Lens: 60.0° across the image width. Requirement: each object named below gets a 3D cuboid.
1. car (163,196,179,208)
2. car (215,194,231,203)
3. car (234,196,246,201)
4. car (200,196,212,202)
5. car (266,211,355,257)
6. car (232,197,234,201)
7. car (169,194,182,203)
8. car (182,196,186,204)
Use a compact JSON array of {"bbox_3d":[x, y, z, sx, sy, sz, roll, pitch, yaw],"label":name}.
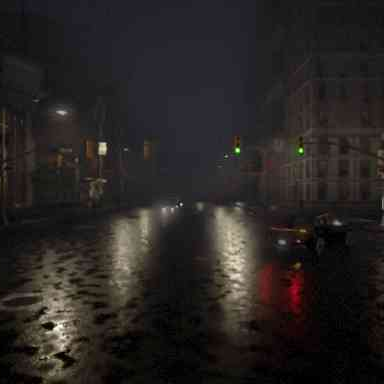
[{"bbox_3d":[-3.492,1.691,51.850,2.033,1.411,5.357,0,0,0],"label":"car"},{"bbox_3d":[7.193,1.575,79.702,2.097,1.767,4.553,0,0,25],"label":"car"},{"bbox_3d":[12.587,1.722,88.401,1.882,1.535,5.008,0,0,41],"label":"car"},{"bbox_3d":[3.290,1.744,79.498,1.812,1.442,4.674,0,0,22],"label":"car"},{"bbox_3d":[4.831,1.528,13.263,2.128,1.511,4.902,-1,-1,44],"label":"car"},{"bbox_3d":[8.246,1.458,88.489,2.150,2.045,5.566,0,0,38],"label":"car"},{"bbox_3d":[-3.490,1.393,61.990,2.150,2.045,5.566,0,0,0],"label":"car"},{"bbox_3d":[-2.558,1.677,72.138,1.882,1.535,5.008,0,0,10],"label":"car"}]
